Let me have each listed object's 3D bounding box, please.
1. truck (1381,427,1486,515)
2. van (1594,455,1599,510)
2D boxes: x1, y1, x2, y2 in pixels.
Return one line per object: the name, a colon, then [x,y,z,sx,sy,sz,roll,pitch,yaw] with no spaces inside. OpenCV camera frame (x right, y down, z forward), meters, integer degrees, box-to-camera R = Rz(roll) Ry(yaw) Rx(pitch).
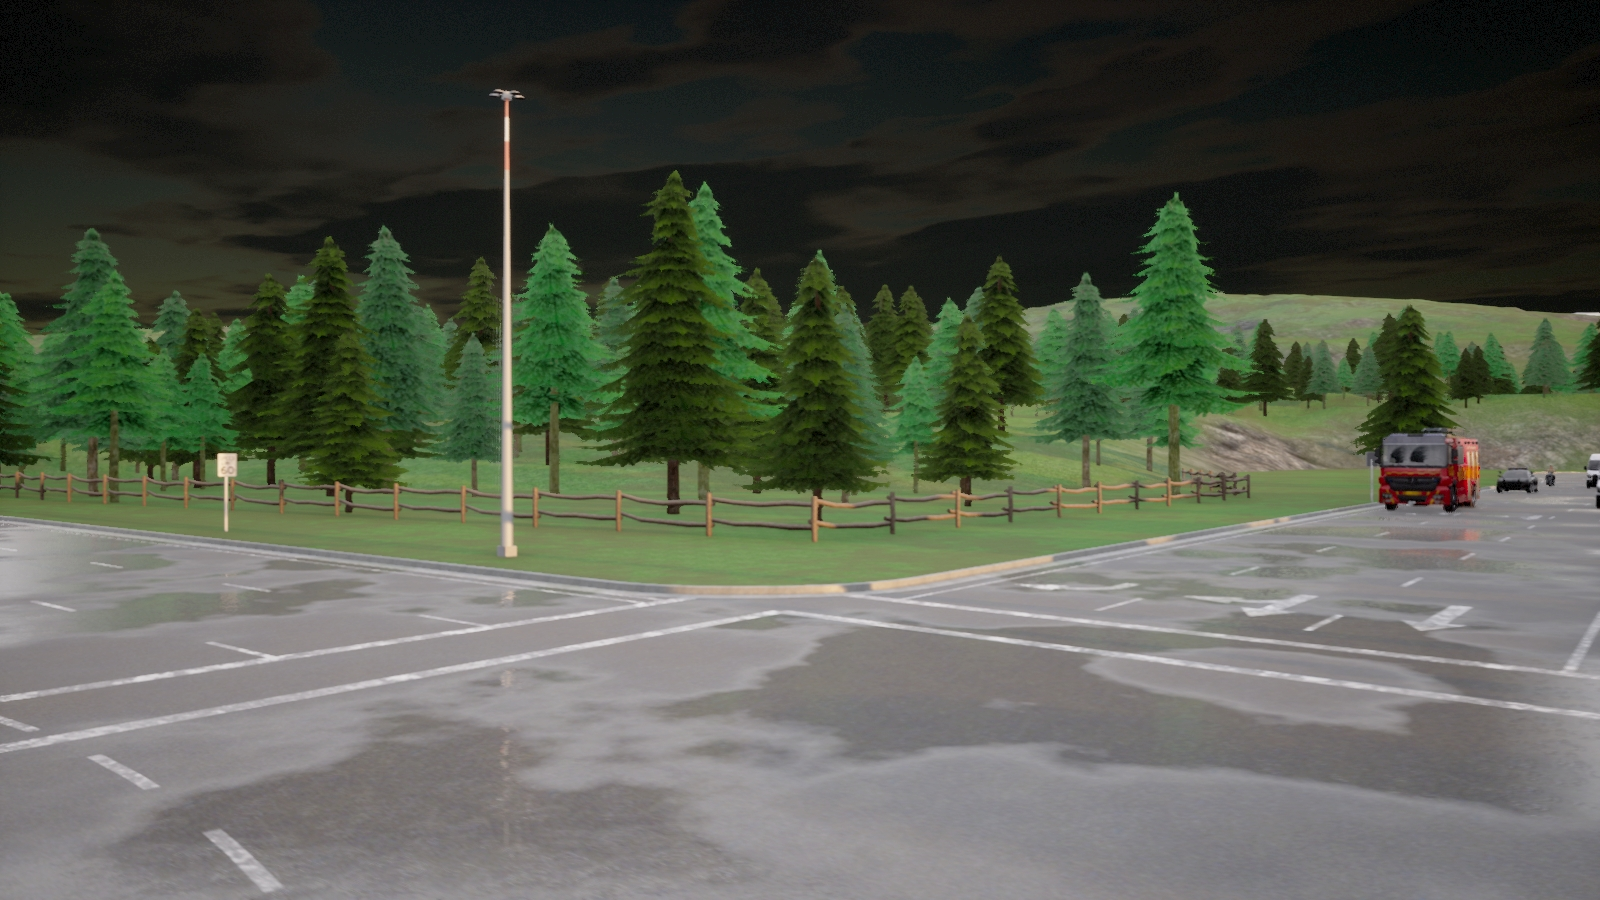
truck: [29.962,0.896,53.797,2.891,3.827,8.468,0,0,39]
van: [40.078,1.535,55.512,1.988,2.561,5.915,0,0,40]
